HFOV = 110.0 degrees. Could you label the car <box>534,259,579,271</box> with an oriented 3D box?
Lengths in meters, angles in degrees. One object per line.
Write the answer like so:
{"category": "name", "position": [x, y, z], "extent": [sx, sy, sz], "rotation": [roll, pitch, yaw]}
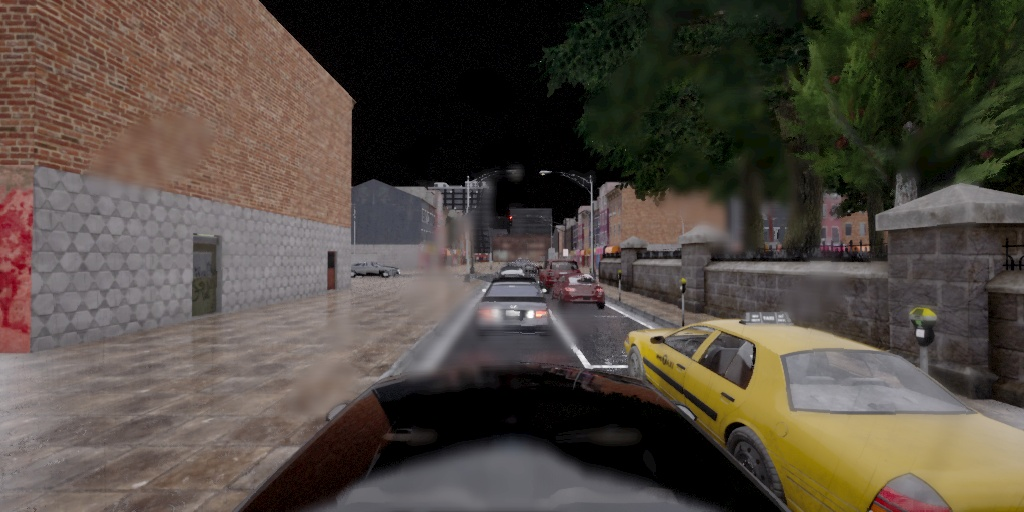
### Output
{"category": "car", "position": [2.630, 1.076, 20.183], "extent": [2.192, 1.841, 5.009], "rotation": [0, 0, 0]}

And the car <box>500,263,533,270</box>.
{"category": "car", "position": [0.015, 1.287, 19.963], "extent": [1.812, 1.442, 4.674], "rotation": [0, 0, 1]}

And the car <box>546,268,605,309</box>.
{"category": "car", "position": [2.633, 1.338, 14.734], "extent": [1.802, 1.307, 4.207], "rotation": [0, 0, 0]}

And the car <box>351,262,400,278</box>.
{"category": "car", "position": [-12.411, 1.234, 31.744], "extent": [4.902, 1.511, 2.128], "rotation": [0, -1, 0]}

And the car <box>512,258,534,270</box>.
{"category": "car", "position": [0.774, 1.293, 39.361], "extent": [2.128, 1.511, 4.902], "rotation": [-1, 1, -29]}

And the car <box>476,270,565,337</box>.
{"category": "car", "position": [0.063, 1.300, 10.252], "extent": [2.033, 1.411, 5.357], "rotation": [0, 0, 0]}

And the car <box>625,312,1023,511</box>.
{"category": "car", "position": [2.639, 1.276, 4.005], "extent": [1.751, 1.417, 4.829], "rotation": [0, 0, 0]}
